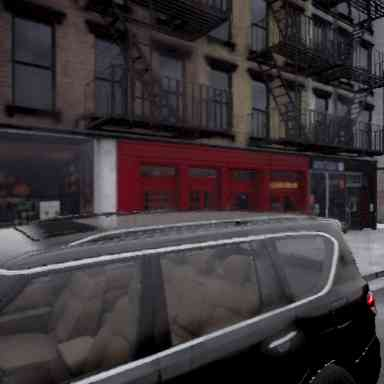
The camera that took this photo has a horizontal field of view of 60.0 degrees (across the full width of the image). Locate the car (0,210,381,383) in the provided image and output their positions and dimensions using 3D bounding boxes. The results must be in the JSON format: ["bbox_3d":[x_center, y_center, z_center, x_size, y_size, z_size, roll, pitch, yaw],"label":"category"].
[{"bbox_3d":[-0.820,1.220,2.456,5.566,2.045,2.150,0,0,-35],"label":"car"}]
